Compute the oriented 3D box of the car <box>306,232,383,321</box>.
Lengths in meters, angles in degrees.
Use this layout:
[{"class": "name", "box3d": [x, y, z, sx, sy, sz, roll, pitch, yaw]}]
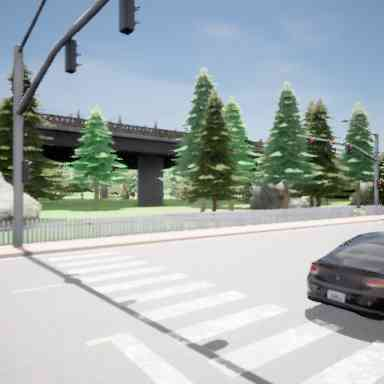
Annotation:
[{"class": "car", "box3d": [4.228, 1.545, 6.757, 4.674, 1.442, 1.812, 0, 0, -35]}]
